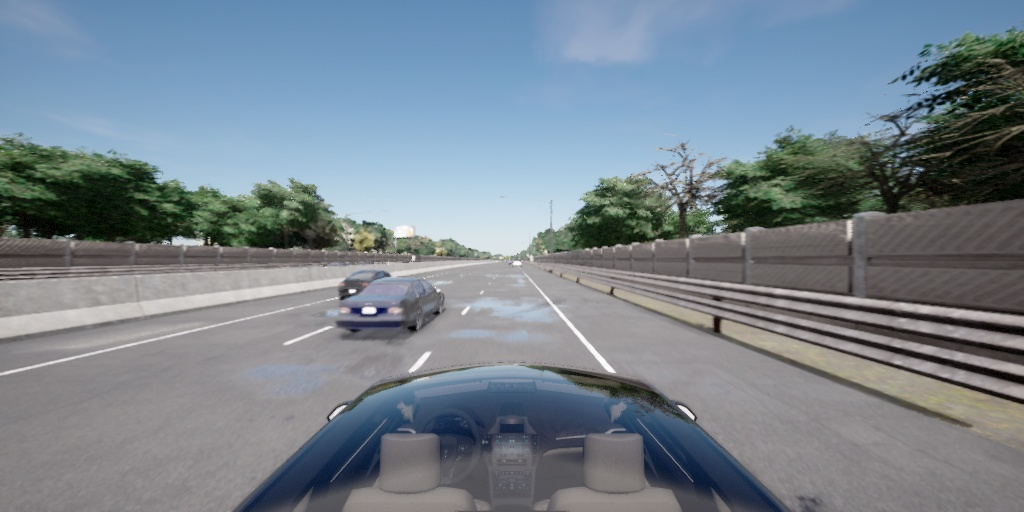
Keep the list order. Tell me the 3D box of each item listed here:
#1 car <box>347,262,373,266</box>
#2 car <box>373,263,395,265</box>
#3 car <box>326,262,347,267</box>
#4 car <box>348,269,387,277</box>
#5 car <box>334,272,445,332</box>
[{"bbox_3d":[-21.081,1.578,51.022,1.837,1.490,4.892,0,0,0],"label":"car"},{"bbox_3d":[-17.581,1.677,51.031,1.895,1.301,4.718,0,0,1],"label":"car"},{"bbox_3d":[-24.582,1.566,51.020,2.128,1.511,4.902,0,0,0],"label":"car"},{"bbox_3d":[-6.913,1.384,17.846,1.812,1.442,4.674,0,0,0],"label":"car"},{"bbox_3d":[-3.408,1.360,11.058,2.033,1.411,5.357,0,0,0],"label":"car"}]
